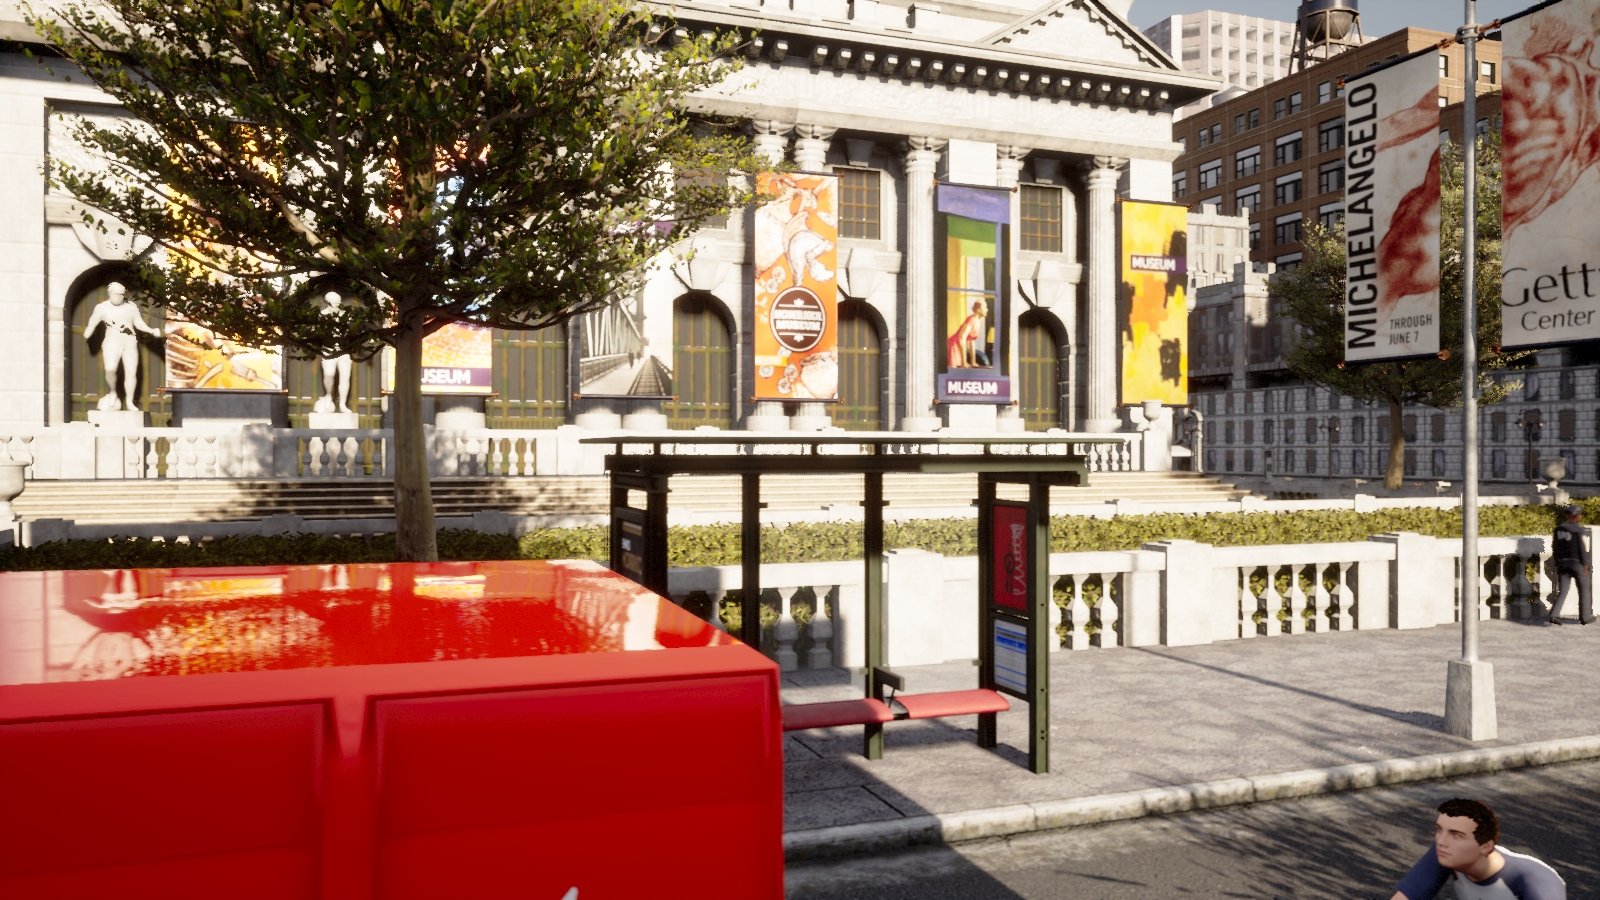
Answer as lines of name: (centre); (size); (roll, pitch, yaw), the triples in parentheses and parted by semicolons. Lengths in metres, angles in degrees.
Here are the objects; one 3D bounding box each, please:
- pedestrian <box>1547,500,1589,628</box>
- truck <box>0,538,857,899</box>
pedestrian: (11.467, 1.689, 17.057); (0.375, 1.860, 0.375); (0, 0, -21)
truck: (-2.798, 1.569, 2.268); (5.204, 2.467, 2.627); (0, 0, -20)
